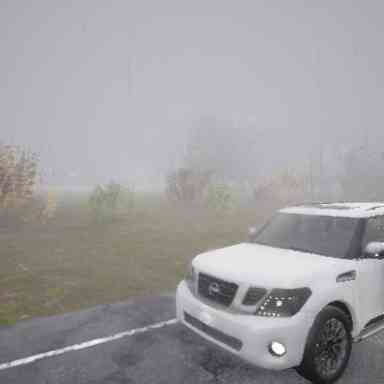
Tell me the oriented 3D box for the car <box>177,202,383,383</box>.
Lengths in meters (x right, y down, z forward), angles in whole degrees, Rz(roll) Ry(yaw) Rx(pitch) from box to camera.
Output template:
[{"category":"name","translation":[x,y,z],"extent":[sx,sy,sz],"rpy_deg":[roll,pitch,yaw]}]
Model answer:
[{"category":"car","translation":[2.443,1.226,5.733],"extent":[5.566,2.045,2.150],"rpy_deg":[0,0,-35]}]
